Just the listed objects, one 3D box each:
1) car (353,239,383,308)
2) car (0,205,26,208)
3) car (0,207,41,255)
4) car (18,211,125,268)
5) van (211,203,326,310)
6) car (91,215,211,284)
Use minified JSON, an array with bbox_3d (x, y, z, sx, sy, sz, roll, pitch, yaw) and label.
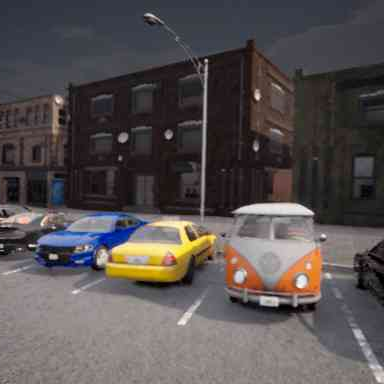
[{"bbox_3d":[4.352,1.512,6.027,2.163,1.488,4.792,0,-1,15],"label":"car"},{"bbox_3d":[-7.999,1.349,14.653,2.185,1.767,4.553,0,-1,14],"label":"car"},{"bbox_3d":[-5.510,1.477,12.944,2.231,1.521,4.892,0,-1,15],"label":"car"},{"bbox_3d":[-3.022,1.478,11.233,2.097,1.535,5.008,1,-1,15],"label":"car"},{"bbox_3d":[1.868,1.254,7.635,1.878,1.987,4.442,1,-1,15],"label":"van"},{"bbox_3d":[-0.522,1.479,9.670,1.946,1.575,5.366,0,-1,15],"label":"car"}]
